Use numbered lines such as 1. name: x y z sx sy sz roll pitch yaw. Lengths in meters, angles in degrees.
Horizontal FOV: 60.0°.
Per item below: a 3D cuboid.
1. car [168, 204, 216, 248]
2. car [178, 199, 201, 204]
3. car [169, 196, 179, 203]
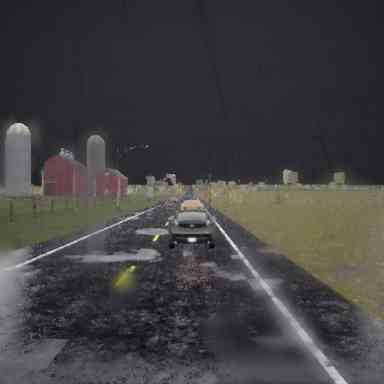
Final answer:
1. car: 0.000 1.511 14.652 1.837 1.490 4.892 0 0 0
2. car: 0.000 1.471 29.651 1.882 1.535 5.008 0 0 0
3. car: -3.500 1.545 66.651 1.994 1.385 4.181 0 0 0
